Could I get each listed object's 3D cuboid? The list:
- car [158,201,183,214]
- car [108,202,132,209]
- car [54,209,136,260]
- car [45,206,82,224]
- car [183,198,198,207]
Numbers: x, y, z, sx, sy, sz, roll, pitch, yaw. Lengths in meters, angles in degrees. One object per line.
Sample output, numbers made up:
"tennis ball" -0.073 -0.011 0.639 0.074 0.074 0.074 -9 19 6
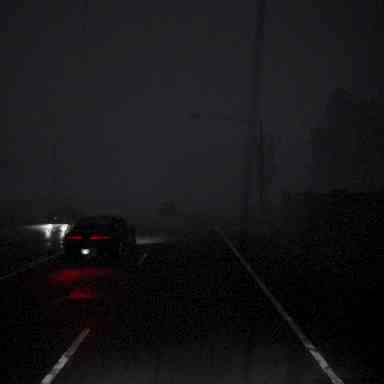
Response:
"car" -2.865 1.897 40.682 2.128 1.511 4.902 -1 0 7
"car" -11.402 2.168 52.827 1.895 1.301 4.718 -1 -1 16
"car" -3.402 1.649 13.057 1.837 1.490 4.892 0 0 0
"car" -10.544 1.853 27.711 1.994 1.385 4.181 0 -1 1
"car" -0.622 2.018 67.049 2.097 1.767 4.553 -1 -1 34
